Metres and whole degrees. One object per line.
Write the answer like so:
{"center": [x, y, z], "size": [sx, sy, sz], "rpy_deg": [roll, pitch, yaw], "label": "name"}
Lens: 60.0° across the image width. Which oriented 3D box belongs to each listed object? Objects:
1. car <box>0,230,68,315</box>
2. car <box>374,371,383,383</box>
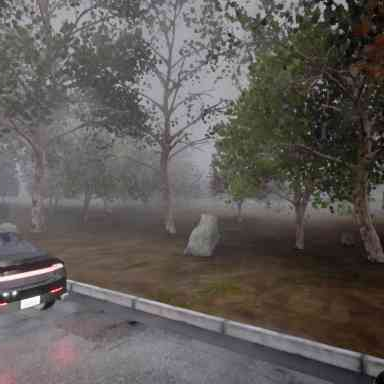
{"center": [-4.481, 1.501, 6.576], "size": [4.902, 1.511, 2.128], "rpy_deg": [0, 0, 36], "label": "car"}
{"center": [3.250, 1.490, 1.059], "size": [4.902, 1.511, 2.128], "rpy_deg": [0, 0, 36], "label": "car"}
